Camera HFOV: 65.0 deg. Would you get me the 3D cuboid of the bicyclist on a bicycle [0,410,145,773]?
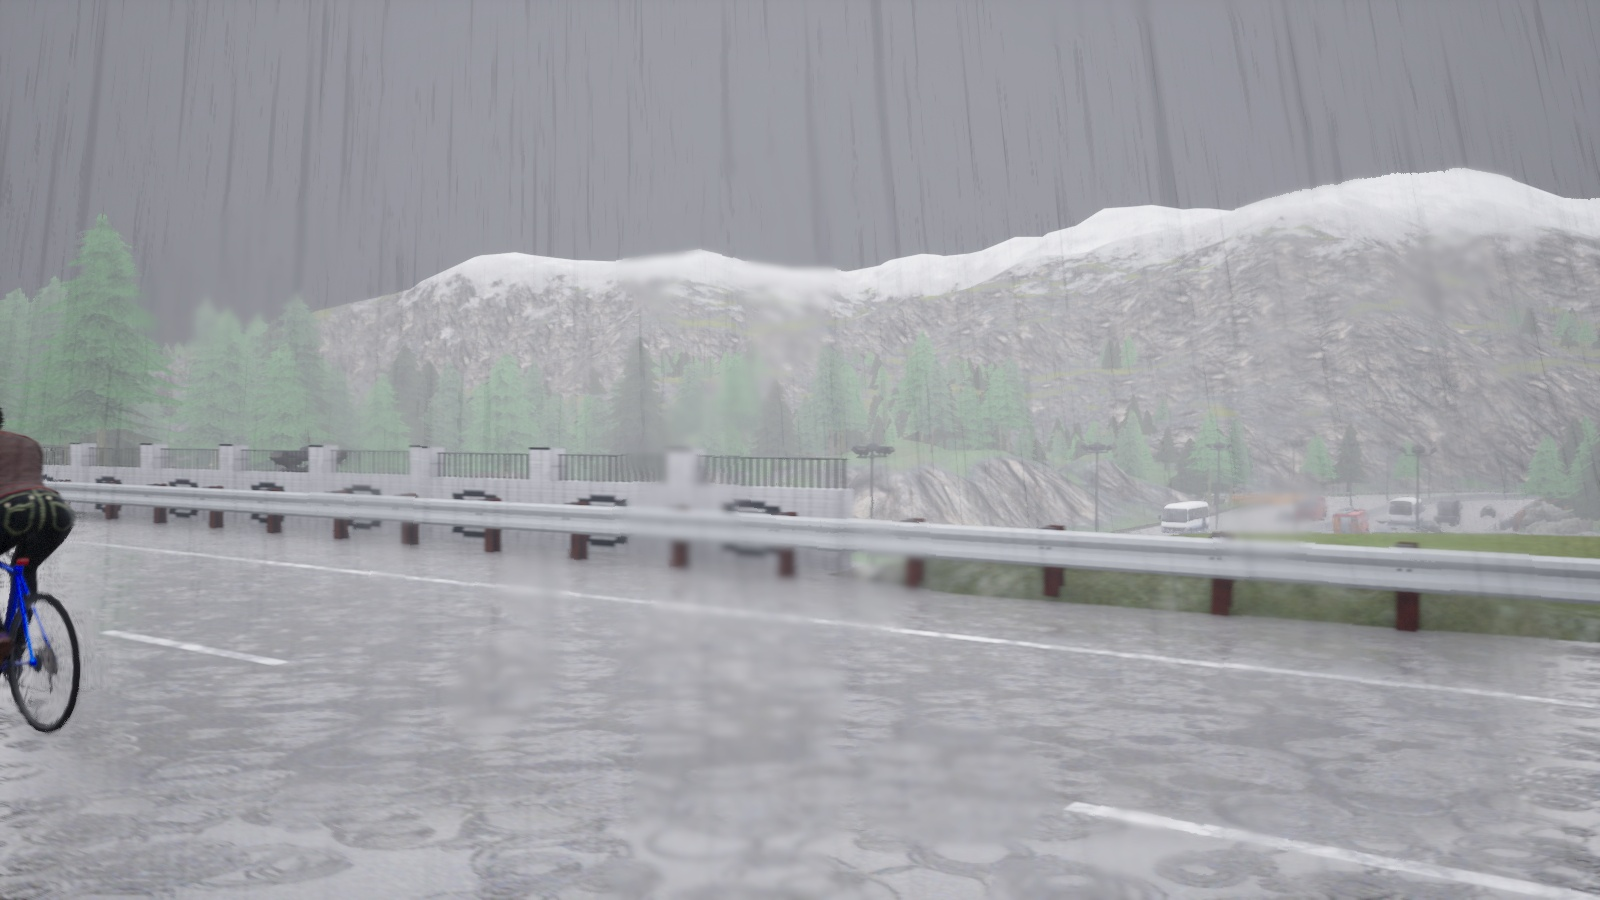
[{"bbox_3d":[-4.044,0.635,6.309,1.656,1.620,0.582,-1,1,34],"label":"bicyclist on a bicycle"}]
